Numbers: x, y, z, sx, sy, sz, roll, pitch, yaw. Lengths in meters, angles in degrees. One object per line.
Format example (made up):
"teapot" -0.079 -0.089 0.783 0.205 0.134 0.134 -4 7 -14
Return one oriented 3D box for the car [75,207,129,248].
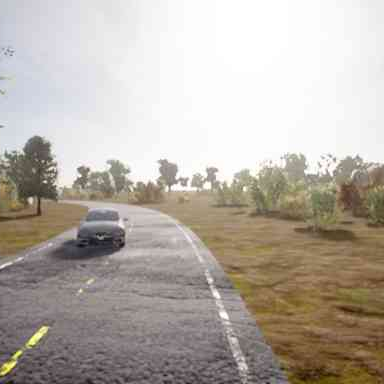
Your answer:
"car" -3.909 1.478 14.697 1.837 1.490 4.892 0 0 -13
